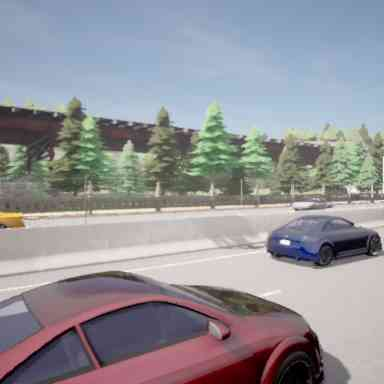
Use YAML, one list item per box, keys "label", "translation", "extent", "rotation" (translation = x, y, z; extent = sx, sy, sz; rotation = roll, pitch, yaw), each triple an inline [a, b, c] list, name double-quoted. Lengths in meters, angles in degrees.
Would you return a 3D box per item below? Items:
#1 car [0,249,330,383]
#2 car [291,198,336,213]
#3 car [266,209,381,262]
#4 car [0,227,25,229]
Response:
- label: "car"
  translation: [-0.604, 1.533, 3.253]
  extent: [4.181, 1.385, 1.994]
  rotation: [0, 1, -35]
- label: "car"
  translation: [12.351, 1.302, 33.655]
  extent: [4.718, 1.301, 1.895]
  rotation: [0, 1, -34]
- label: "car"
  translation: [4.426, 1.464, 11.035]
  extent: [4.181, 1.385, 1.994]
  rotation: [0, 1, -34]
- label: "car"
  translation: [-9.888, 1.349, 14.099]
  extent: [5.008, 1.535, 1.882]
  rotation: [0, 1, -35]
